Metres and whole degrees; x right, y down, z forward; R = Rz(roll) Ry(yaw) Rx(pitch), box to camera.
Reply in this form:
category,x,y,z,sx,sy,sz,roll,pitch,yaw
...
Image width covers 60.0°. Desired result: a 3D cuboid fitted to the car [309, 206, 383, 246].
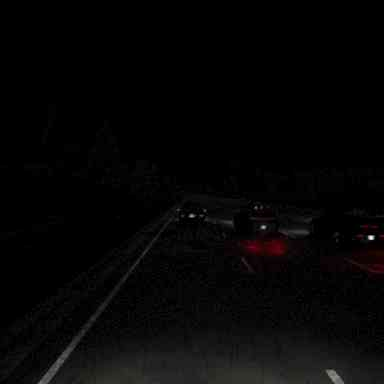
category,x,y,z,sx,sy,sz,roll,pitch,yaw
car,7.059,1.548,15.537,1.837,1.490,4.892,0,0,0

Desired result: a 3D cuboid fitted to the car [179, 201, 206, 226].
category,x,y,z,sx,sy,sz,roll,pitch,yaw
car,0.030,1.617,24.168,2.033,1.411,5.357,0,0,1

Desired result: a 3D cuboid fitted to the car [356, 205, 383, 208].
category,x,y,z,sx,sy,sz,roll,pitch,yaw
car,10.547,1.547,20.277,2.128,1.511,4.902,0,0,0

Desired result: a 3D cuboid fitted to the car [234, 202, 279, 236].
category,x,y,z,sx,sy,sz,roll,pitch,yaw
car,3.551,1.545,18.964,2.128,1.511,4.902,0,0,0
